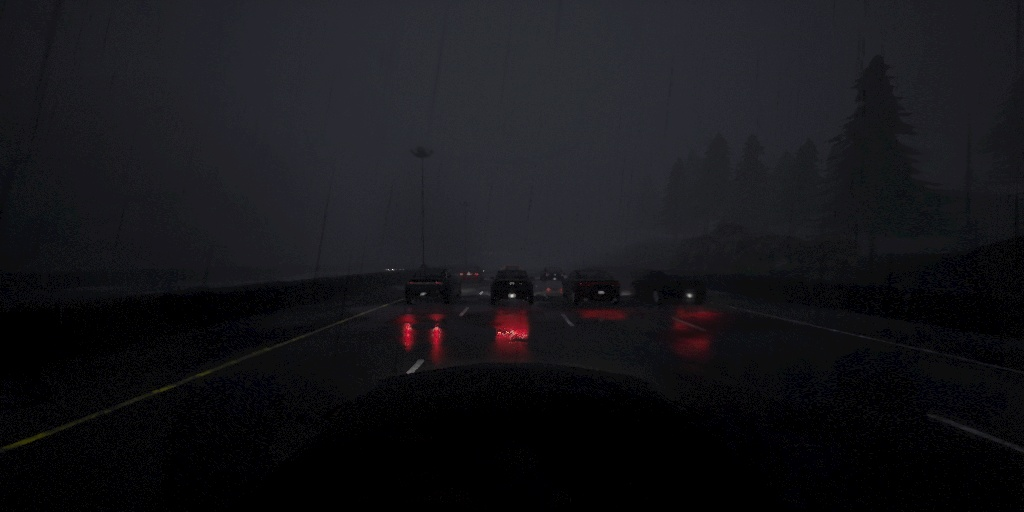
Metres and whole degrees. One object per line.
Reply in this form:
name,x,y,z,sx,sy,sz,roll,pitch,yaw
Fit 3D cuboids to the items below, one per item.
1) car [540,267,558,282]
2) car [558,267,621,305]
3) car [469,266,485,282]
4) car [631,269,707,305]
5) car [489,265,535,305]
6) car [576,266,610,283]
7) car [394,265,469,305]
car,3.505,1.610,31.572,1.895,1.301,4.718,0,-1,0
car,3.503,1.313,16.525,1.882,1.535,5.008,0,-1,0
car,-3.495,1.552,31.544,2.033,1.411,5.357,0,-1,0
car,7.003,1.347,16.523,1.837,1.490,4.892,0,-1,0
car,0.003,1.342,16.524,1.837,1.490,4.892,0,-1,0
car,7.005,1.613,31.572,1.895,1.301,4.718,0,-1,0
car,-3.497,1.318,16.524,2.128,1.511,4.902,0,-1,0
